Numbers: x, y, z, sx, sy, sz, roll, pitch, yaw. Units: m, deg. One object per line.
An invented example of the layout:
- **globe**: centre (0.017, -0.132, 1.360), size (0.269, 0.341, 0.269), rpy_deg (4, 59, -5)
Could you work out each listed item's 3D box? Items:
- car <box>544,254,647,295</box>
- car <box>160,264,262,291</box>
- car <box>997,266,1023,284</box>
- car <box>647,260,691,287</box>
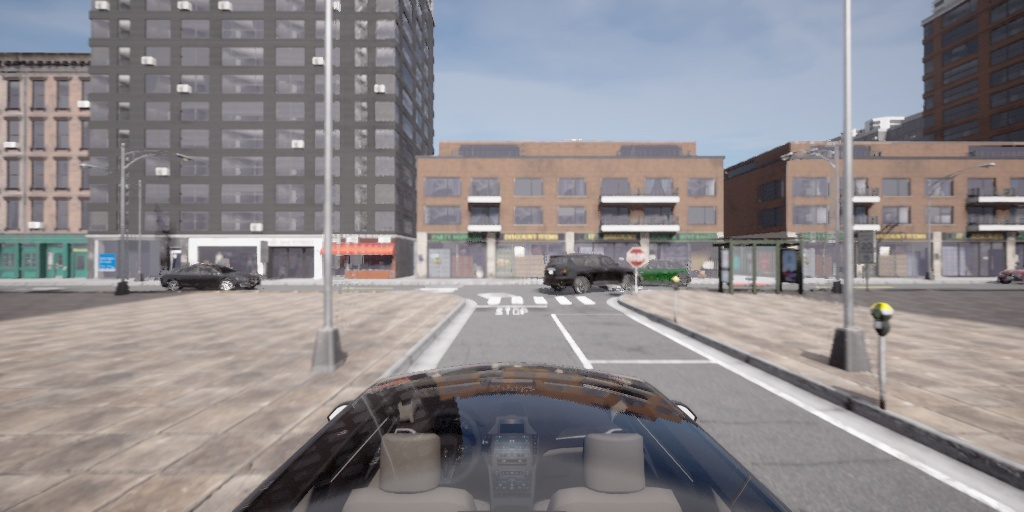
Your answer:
- **car**: centre (4.372, 0.916, 19.522), size (5.566, 2.045, 2.150), rpy_deg (0, -2, -28)
- **car**: centre (-16.969, 1.232, 20.357), size (4.892, 1.490, 1.837), rpy_deg (0, 0, 0)
- **car**: centre (34.921, 1.172, 23.455), size (4.674, 1.442, 1.812), rpy_deg (0, 0, 0)
- **car**: centre (9.038, 1.047, 23.389), size (4.553, 1.767, 2.097), rpy_deg (0, 0, 0)
